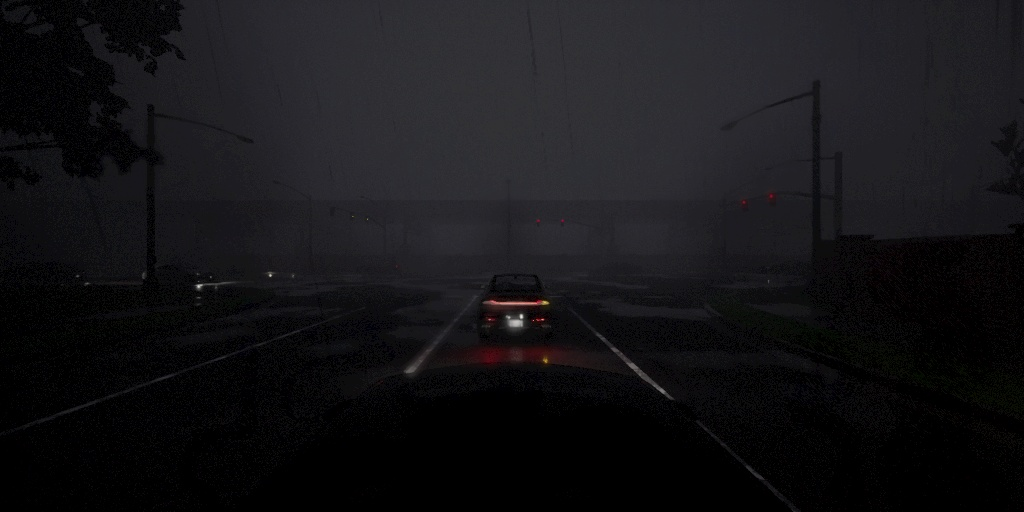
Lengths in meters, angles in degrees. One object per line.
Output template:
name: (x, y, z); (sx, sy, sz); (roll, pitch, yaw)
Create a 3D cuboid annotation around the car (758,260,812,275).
car: (27.360, 1.094, 35.953); (4.674, 1.442, 1.812); (-1, 0, 2)

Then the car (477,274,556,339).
car: (0.099, 1.242, 10.137); (2.128, 1.511, 4.902); (0, 0, 0)

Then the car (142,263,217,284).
car: (-24.683, 1.276, 26.673); (4.674, 1.442, 1.812); (0, 0, 2)

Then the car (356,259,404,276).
car: (-13.679, 1.102, 37.069); (4.553, 1.767, 2.097); (0, 0, 2)

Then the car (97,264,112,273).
car: (-49.647, 1.297, 41.451); (5.357, 1.411, 2.033); (0, 0, 2)

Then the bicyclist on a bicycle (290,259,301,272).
bicyclist on a bicycle: (-27.031, 1.203, 44.712); (0.582, 1.620, 1.656); (0, 0, 14)

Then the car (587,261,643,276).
car: (10.377, 1.262, 36.413); (5.357, 1.411, 2.033); (0, 0, 2)

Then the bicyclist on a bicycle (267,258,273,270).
bicyclist on a bicycle: (-31.583, 1.050, 46.803); (0.582, 1.620, 1.656); (0, 0, -33)

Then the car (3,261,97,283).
car: (-35.056, 1.241, 26.999); (4.902, 1.511, 2.128); (0, 0, 2)
